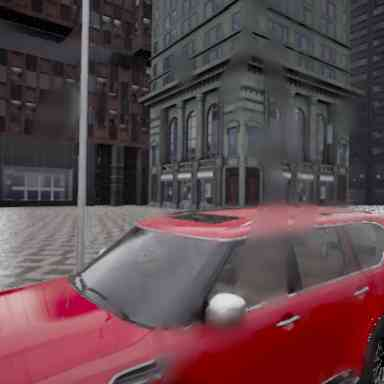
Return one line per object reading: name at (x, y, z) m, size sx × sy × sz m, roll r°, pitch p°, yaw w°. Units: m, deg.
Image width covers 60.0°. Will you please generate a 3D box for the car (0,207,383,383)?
car at (0.256, 1.232, 3.558) m, size 5.566 × 2.045 × 2.150 m, roll 0°, pitch 0°, yaw -35°
